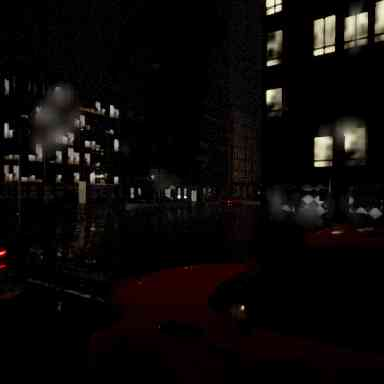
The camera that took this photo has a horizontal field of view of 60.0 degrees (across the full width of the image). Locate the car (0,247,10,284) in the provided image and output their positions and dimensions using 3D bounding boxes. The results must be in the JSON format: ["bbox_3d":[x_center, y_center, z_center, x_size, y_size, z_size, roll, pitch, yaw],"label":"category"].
[{"bbox_3d":[-6.253,1.522,8.125,4.674,1.442,1.812,0,0,35],"label":"car"}]

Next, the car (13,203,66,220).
[{"bbox_3d":[-12.938,1.616,28.544,1.994,1.385,4.181,1,0,37],"label":"car"}]

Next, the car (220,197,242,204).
[{"bbox_3d":[6.383,1.550,54.430,2.097,1.767,4.553,1,0,37],"label":"car"}]

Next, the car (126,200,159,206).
[{"bbox_3d":[-5.636,1.634,38.378,1.812,1.442,4.674,1,0,37],"label":"car"}]

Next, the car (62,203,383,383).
[{"bbox_3d":[1.650,1.221,2.509,5.566,2.045,2.150,0,0,35],"label":"car"}]
